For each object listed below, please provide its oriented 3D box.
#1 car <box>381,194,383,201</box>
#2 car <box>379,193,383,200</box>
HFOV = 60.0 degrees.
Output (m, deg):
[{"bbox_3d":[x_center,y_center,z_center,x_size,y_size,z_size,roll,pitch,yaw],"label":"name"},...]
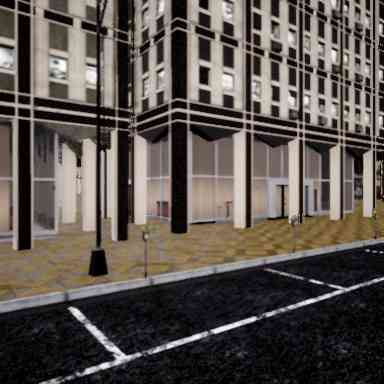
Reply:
[{"bbox_3d":[34.680,0.734,63.949,2.192,1.841,5.009,1,0,-36],"label":"car"},{"bbox_3d":[41.449,0.989,68.881,1.802,1.307,4.206,1,0,-36],"label":"car"}]
